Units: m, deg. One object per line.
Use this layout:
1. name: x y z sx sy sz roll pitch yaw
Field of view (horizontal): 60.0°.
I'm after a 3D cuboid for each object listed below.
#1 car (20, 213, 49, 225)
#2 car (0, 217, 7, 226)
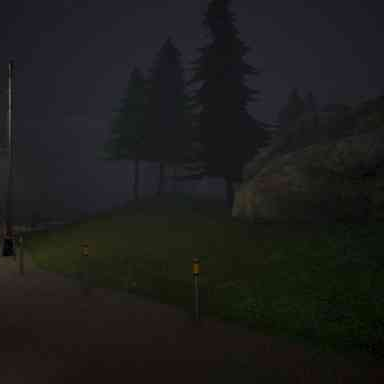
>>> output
1. car: -20.759 3.563 44.133 2.128 1.511 4.902 1 -4 3
2. car: -20.085 2.891 33.102 1.812 1.442 4.674 1 -4 -9
